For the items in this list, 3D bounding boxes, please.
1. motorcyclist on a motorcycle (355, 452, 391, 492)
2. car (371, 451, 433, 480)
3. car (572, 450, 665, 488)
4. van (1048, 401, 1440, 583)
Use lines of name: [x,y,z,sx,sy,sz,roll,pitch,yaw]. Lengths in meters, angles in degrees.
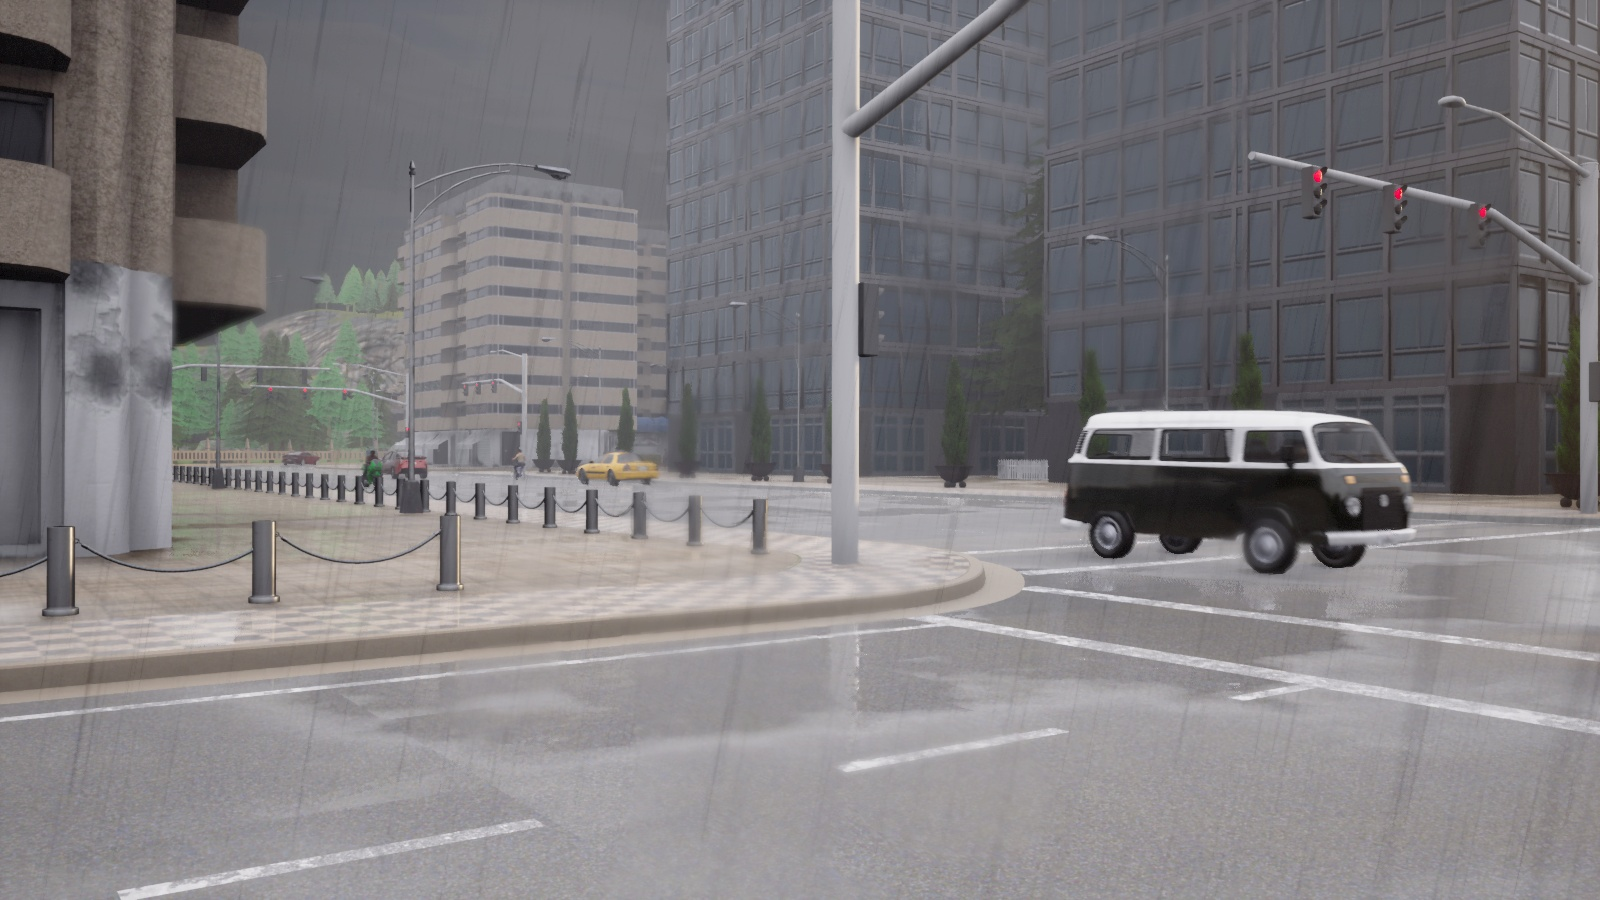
motorcyclist on a motorcycle: [-16.522,0.825,48.547,0.797,1.523,2.044,0,0,-34]
car: [-21.780,0.850,68.660,2.007,1.525,4.514,0,0,-34]
car: [-7.949,0.779,54.612,1.801,1.575,5.366,0,0,-34]
van: [5.659,0.464,16.543,2.069,2.038,4.480,0,0,-36]
